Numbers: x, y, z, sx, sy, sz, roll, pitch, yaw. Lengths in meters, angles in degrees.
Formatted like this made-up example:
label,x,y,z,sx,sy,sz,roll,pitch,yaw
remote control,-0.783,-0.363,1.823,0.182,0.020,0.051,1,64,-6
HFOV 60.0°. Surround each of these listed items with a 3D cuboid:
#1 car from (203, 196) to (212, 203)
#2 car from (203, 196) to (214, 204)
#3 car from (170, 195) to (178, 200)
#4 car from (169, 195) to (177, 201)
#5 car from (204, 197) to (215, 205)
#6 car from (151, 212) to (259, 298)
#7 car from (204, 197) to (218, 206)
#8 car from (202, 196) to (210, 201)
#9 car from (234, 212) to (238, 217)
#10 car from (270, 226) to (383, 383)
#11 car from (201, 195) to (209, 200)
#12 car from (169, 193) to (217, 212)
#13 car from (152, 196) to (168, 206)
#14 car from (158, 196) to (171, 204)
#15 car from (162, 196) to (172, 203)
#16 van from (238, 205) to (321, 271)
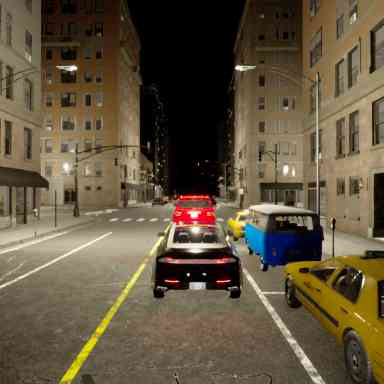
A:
label,x,y,z,sx,sy,sz,roll,pitch,yaw
car,3.268,1.546,70.472,1.887,1.381,4.507,1,0,1
car,3.192,1.553,64.942,2.008,1.369,4.403,1,0,1
car,-4.954,1.563,92.696,1.947,1.339,4.313,1,0,1
car,-5.032,1.525,86.997,1.752,1.417,4.829,1,0,1
car,3.116,1.548,59.412,1.887,1.381,4.507,1,0,1
car,0.106,1.493,8.474,2.128,1.511,4.902,0,0,0
car,3.040,1.570,53.882,1.947,1.339,4.313,1,0,1
car,3.419,1.565,81.533,1.947,1.339,4.313,1,0,1
car,2.691,1.528,16.388,1.752,1.417,4.829,1,0,0
car,2.680,1.526,5.041,1.752,1.417,4.829,1,0,0
car,3.571,1.547,92.593,2.008,1.369,4.403,1,0,1
car,0.117,1.225,18.660,2.150,2.045,5.566,0,0,0
car,-5.485,1.587,53.995,1.802,1.307,4.206,1,0,1
car,-5.333,1.554,65.052,2.008,1.369,4.403,1,0,1
car,-5.257,1.548,70.581,1.887,1.381,4.507,1,0,1
van,2.687,1.343,10.545,1.690,1.788,3.998,1,0,0
